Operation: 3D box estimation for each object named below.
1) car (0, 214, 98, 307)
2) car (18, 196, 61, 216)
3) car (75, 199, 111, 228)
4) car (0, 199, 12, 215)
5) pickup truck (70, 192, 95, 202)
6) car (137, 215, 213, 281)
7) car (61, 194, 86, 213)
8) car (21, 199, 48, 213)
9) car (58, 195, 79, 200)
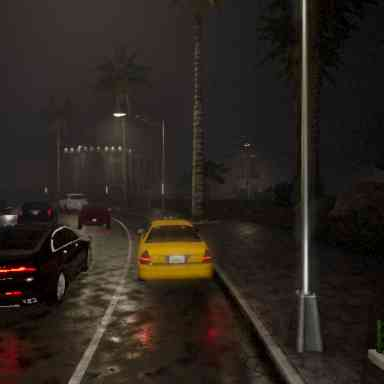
[{"bbox_3d":[-3.670,1.503,7.907,1.837,1.490,4.892,0,0,-7],"label":"car"},{"bbox_3d":[-10.356,1.342,22.586,2.097,1.767,4.553,0,0,-18],"label":"car"},{"bbox_3d":[-6.347,1.473,21.635,1.882,1.535,5.008,0,0,-16],"label":"car"},{"bbox_3d":[-19.238,1.490,33.069,1.837,1.490,4.892,1,-1,-34],"label":"car"},{"bbox_3d":[-23.551,1.070,71.670,2.390,2.098,6.274,0,0,11],"label":"pickup truck"},{"bbox_3d":[-0.649,1.456,9.853,1.801,1.575,5.366,0,0,-7],"label":"car"},{"bbox_3d":[-13.335,1.212,37.110,2.150,2.045,5.566,0,0,-33],"label":"car"},{"bbox_3d":[-17.642,1.549,37.095,1.994,1.385,4.181,0,0,-36],"label":"car"},{"bbox_3d":[-31.817,1.392,85.556,4.674,1.452,2.002,0,0,11],"label":"car"}]
